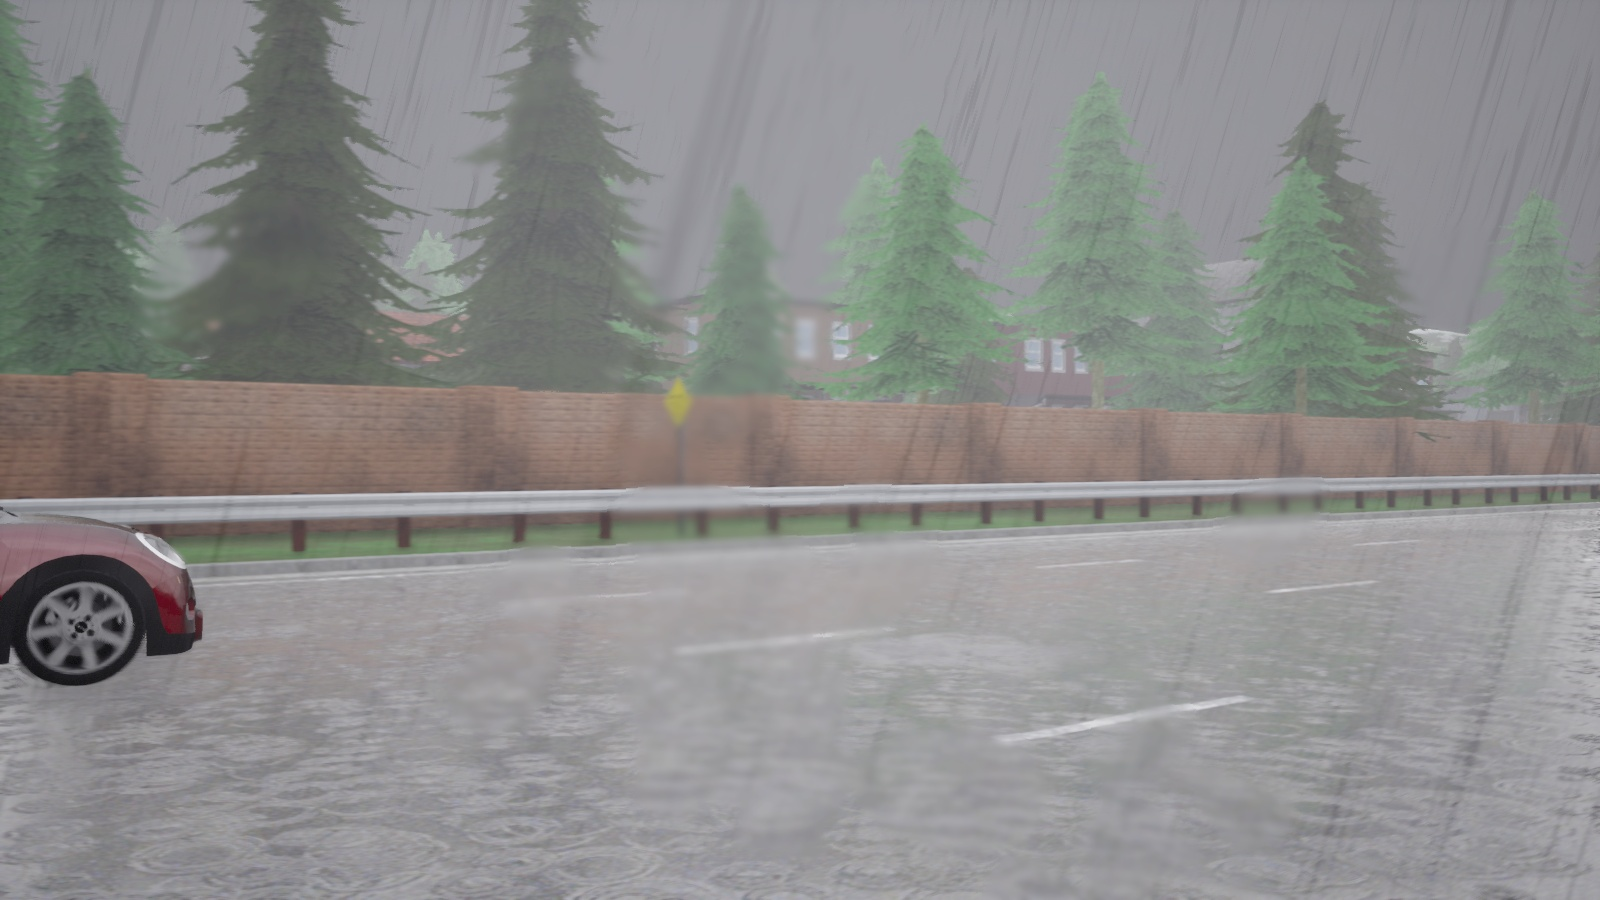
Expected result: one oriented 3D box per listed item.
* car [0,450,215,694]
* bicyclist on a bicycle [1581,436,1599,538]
[{"bbox_3d":[-5.992,0.742,8.017,3.806,1.475,1.970,0,0,-35],"label":"car"},{"bbox_3d":[14.771,0.647,22.466,1.843,1.776,0.659,0,0,-35],"label":"bicyclist on a bicycle"}]
